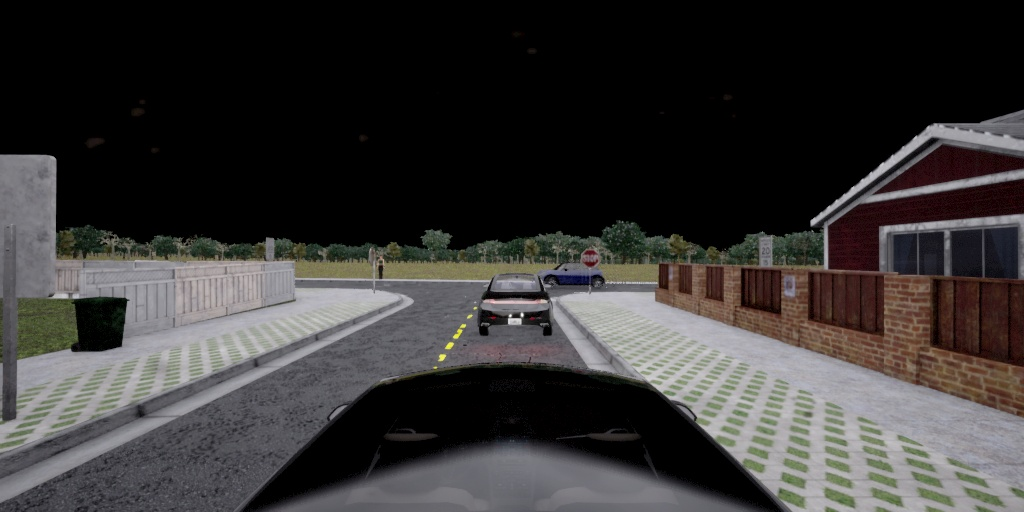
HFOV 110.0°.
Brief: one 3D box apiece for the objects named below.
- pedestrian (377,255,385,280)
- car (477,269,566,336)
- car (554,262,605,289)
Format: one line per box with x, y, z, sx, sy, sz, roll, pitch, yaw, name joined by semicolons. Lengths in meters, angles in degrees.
-9.742;0.819;26.615;0.375;1.860;0.375;0;-1;0;pedestrian
0.135;1.243;10.390;2.128;1.511;4.902;0;0;2;car
3.631;1.173;23.358;4.553;1.767;2.097;1;0;-9;car
